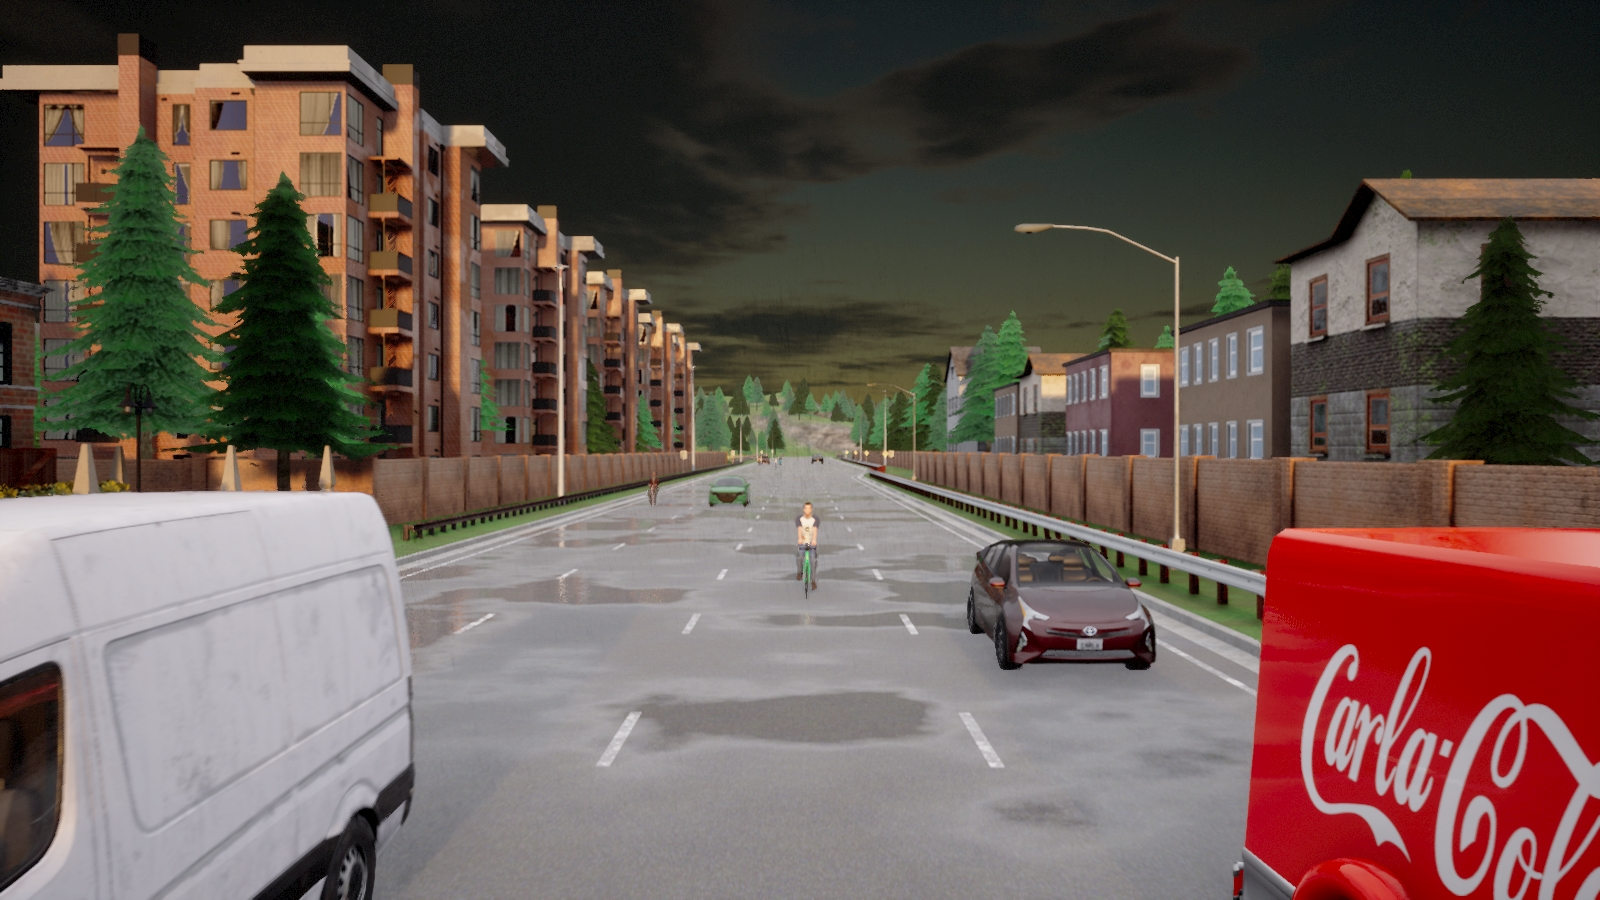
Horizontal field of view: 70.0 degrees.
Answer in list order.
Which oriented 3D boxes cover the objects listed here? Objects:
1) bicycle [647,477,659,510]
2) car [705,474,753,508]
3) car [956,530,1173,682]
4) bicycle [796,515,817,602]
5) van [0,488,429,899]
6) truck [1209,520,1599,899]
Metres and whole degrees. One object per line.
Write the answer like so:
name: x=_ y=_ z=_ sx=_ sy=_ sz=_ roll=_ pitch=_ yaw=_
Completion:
bicycle: x=-7.001 y=2.063 z=54.492 sx=0.329 sy=1.471 sz=1.835 roll=0 pitch=0 yaw=0
car: x=-3.505 y=2.037 z=57.442 sx=2.097 sy=1.535 sz=5.006 roll=0 pitch=0 yaw=0
car: x=3.498 y=2.041 z=16.043 sx=2.007 sy=1.525 sz=4.514 roll=0 pitch=0 yaw=0
bicycle: x=0.123 y=2.057 z=21.949 sx=0.373 sy=1.496 sz=1.643 roll=1 pitch=0 yaw=0
van: x=-3.497 y=1.535 z=4.734 sx=1.988 sy=2.561 sz=5.915 roll=0 pitch=0 yaw=0
truck: x=3.499 y=1.577 z=3.482 sx=2.627 sy=2.467 sz=5.204 roll=0 pitch=-1 yaw=0
